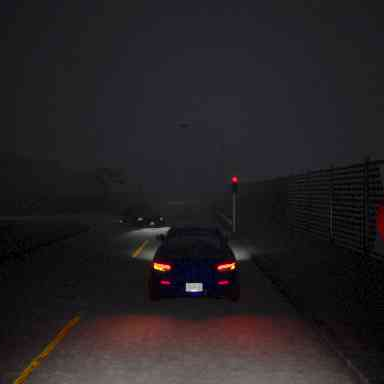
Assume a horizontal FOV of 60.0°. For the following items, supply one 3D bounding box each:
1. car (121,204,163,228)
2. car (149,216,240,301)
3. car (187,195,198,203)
[{"bbox_3d":[-3.502,1.547,22.815,2.033,1.411,5.357,0,0,-24],"label":"car"},{"bbox_3d":[0.061,1.526,8.210,1.812,1.442,4.674,0,0,1],"label":"car"},{"bbox_3d":[0.102,1.502,71.131,1.837,1.490,4.892,0,0,0],"label":"car"}]
